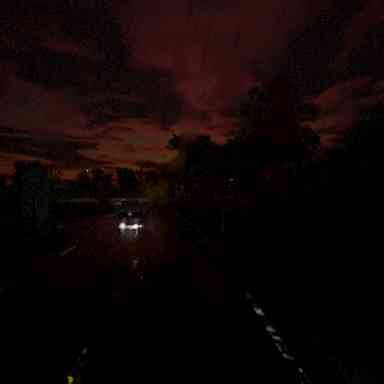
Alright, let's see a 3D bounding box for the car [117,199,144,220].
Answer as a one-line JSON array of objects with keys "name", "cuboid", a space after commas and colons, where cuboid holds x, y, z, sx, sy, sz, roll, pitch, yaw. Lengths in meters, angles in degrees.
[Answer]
[{"name": "car", "cuboid": [-4.958, 1.375, 27.093, 2.128, 1.511, 4.902, 0, 0, -9]}]
